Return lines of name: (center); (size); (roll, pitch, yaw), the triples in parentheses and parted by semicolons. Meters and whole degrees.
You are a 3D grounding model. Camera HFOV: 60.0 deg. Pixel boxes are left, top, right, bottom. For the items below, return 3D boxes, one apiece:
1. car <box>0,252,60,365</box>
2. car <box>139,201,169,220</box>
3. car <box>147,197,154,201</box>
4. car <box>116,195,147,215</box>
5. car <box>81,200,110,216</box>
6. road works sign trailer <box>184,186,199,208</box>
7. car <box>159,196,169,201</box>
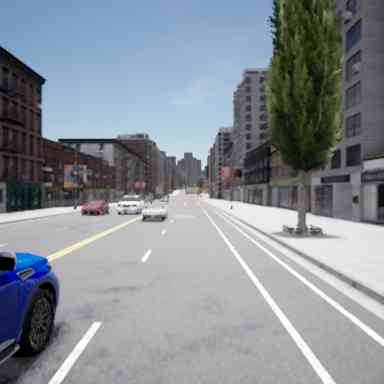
car: (-3.151, 1.228, 2.881); (2.150, 2.045, 5.566); (0, 0, 0)
car: (-3.147, 1.710, 29.117); (1.895, 1.301, 4.718); (0, 0, 0)
car: (-9.742, 1.966, 74.832); (1.837, 1.490, 4.892); (0, -1, 0)
car: (-6.588, 1.376, 35.981); (2.150, 2.045, 5.566); (0, 0, 0)
car: (-9.839, 1.621, 34.224); (1.882, 1.535, 5.008); (0, 0, 0)
road works sign trailer: (0.030, 0.795, 55.296); (2.380, 3.560, 2.880); (0, -1, 3)
car: (-6.492, 1.689, 77.498); (2.097, 1.767, 4.553); (0, -1, 0)
